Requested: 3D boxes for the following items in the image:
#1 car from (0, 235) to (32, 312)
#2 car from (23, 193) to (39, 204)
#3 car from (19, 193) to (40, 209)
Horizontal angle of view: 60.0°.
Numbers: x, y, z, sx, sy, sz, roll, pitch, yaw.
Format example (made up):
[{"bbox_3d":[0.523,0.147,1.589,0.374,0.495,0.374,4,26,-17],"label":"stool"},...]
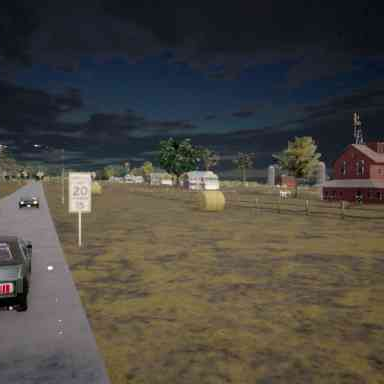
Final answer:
[{"bbox_3d":[-4.507,1.592,7.191,1.895,1.301,4.718,0,0,-24],"label":"car"},{"bbox_3d":[-21.499,0.815,44.561,1.895,1.301,4.718,0,1,-24],"label":"car"},{"bbox_3d":[-17.321,1.056,35.509,1.895,1.301,4.718,0,1,-24],"label":"car"}]
